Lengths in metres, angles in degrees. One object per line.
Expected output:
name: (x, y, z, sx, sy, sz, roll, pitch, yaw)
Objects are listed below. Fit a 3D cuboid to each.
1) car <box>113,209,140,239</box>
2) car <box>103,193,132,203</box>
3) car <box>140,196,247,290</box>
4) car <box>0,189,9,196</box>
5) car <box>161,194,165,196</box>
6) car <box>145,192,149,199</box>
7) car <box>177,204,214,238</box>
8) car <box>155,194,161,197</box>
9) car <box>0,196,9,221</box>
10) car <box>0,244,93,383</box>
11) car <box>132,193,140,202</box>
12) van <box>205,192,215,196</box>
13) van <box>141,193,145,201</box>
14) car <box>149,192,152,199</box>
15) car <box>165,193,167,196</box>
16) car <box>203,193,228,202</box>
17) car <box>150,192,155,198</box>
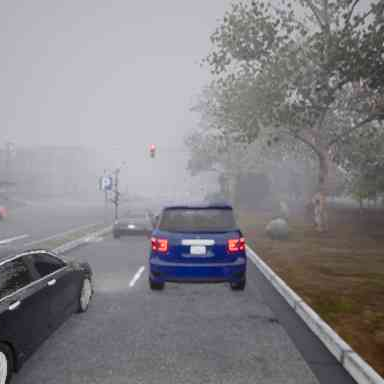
car: (-2.810, 1.597, 17.632, 1.994, 1.385, 4.181, 0, 0, 1)
car: (-14.324, 1.389, 62.987, 4.792, 1.488, 2.163, -1, 0, -15)
car: (0.129, 1.237, 9.230, 2.150, 2.045, 5.566, 0, 0, 0)
car: (-31.062, 0.163, 53.888, 2.002, 1.452, 4.674, 6, -3, -19)
car: (-10.831, 1.108, 89.921, 5.566, 2.045, 2.435, -1, 0, -12)
car: (-12.870, 1.358, 74.940, 4.892, 1.521, 2.231, -1, 0, -13)
car: (0.209, 1.540, 19.089, 1.837, 1.490, 4.892, 0, 0, 1)
car: (-11.287, 1.399, 86.916, 4.674, 1.452, 2.002, -1, 0, -12)
car: (-16.579, 1.416, 25.185, 4.553, 1.767, 2.185, -1, 0, -19)
car: (-2.888, 1.513, 4.733, 1.837, 1.490, 4.892, 0, 0, 0)
car: (-13.674, 1.347, 65.978, 5.366, 1.575, 1.946, -1, 0, -14)
van: (4.408, 1.074, 65.546, 4.442, 1.987, 1.878, 1, 0, -14)
van: (-13.103, 1.128, 71.969, 4.442, 1.987, 1.878, -1, 0, -14)
car: (-12.491, 1.397, 77.934, 4.674, 1.452, 2.002, -1, 0, -13)
car: (-10.404, 1.361, 92.899, 5.008, 1.535, 2.097, -1, 0, -11)
car: (4.797, 1.175, 68.515, 4.553, 1.767, 2.185, 1, 0, -13)
car: (-12.114, 1.398, 80.935, 4.674, 1.452, 2.002, -1, 0, -13)
